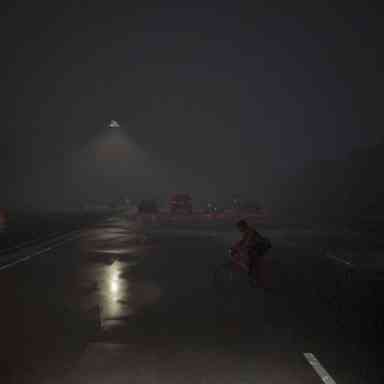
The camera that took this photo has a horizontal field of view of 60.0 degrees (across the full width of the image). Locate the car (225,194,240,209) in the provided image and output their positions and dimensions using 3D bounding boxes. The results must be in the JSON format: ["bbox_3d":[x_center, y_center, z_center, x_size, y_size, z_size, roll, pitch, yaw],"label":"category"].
[{"bbox_3d":[5.507,1.221,45.765,2.150,2.045,5.566,0,0,-1],"label":"car"}]

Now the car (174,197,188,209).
[{"bbox_3d":[-1.522,1.477,46.990,1.882,1.535,5.008,0,0,-1],"label":"car"}]

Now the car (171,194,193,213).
[{"bbox_3d":[-1.128,1.222,36.667,2.150,2.045,5.566,0,0,-1],"label":"car"}]

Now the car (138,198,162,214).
[{"bbox_3d":[-4.622,1.477,35.777,1.882,1.535,5.008,0,0,-1],"label":"car"}]

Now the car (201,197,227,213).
[{"bbox_3d":[2.359,1.526,36.731,1.812,1.442,4.674,0,0,-2],"label":"car"}]

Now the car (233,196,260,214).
[{"bbox_3d":[5.897,1.477,35.294,1.882,1.535,5.008,0,0,-2],"label":"car"}]

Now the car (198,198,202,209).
[{"bbox_3d":[1.991,1.491,46.530,2.128,1.511,4.902,0,0,-1],"label":"car"}]

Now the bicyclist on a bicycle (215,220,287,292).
[{"bbox_3d":[1.313,1.455,7.477,1.656,1.620,0.582,-2,0,-2],"label":"bicyclist on a bicycle"}]

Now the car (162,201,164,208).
[{"bbox_3d":[-4.992,1.547,45.691,2.033,1.411,5.357,0,0,-1],"label":"car"}]
